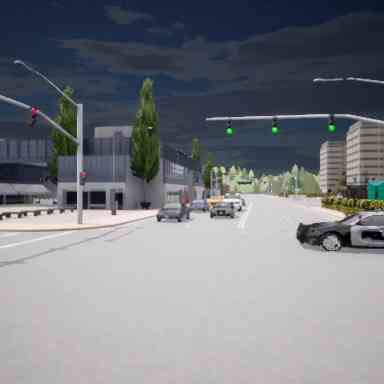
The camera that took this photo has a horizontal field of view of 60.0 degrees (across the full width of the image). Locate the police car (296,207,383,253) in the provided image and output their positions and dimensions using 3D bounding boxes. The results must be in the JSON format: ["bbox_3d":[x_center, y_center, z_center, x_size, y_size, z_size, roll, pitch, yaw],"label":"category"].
[{"bbox_3d":[6.808,1.424,12.879,5.238,1.638,1.930,0,0,11],"label":"police car"}]

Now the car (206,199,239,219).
[{"bbox_3d":[2.788,1.561,29.404,1.994,1.385,4.181,0,0,11],"label":"car"}]

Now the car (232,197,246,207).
[{"bbox_3d":[7.480,1.558,53.028,1.994,1.385,4.181,0,0,11],"label":"car"}]

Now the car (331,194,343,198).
[{"bbox_3d":[32.994,1.148,72.116,3.866,1.878,1.905,0,0,10],"label":"car"}]

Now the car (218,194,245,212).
[{"bbox_3d":[4.786,1.217,39.527,2.150,2.045,5.566,0,0,11],"label":"car"}]

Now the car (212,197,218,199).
[{"bbox_3d":[3.716,1.472,52.093,1.882,1.535,5.008,0,0,12],"label":"car"}]

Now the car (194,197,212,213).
[{"bbox_3d":[0.798,1.522,37.391,1.812,1.442,4.674,0,0,11],"label":"car"}]

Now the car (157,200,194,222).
[{"bbox_3d":[-1.382,1.523,26.381,1.812,1.442,4.674,0,0,11],"label":"car"}]
